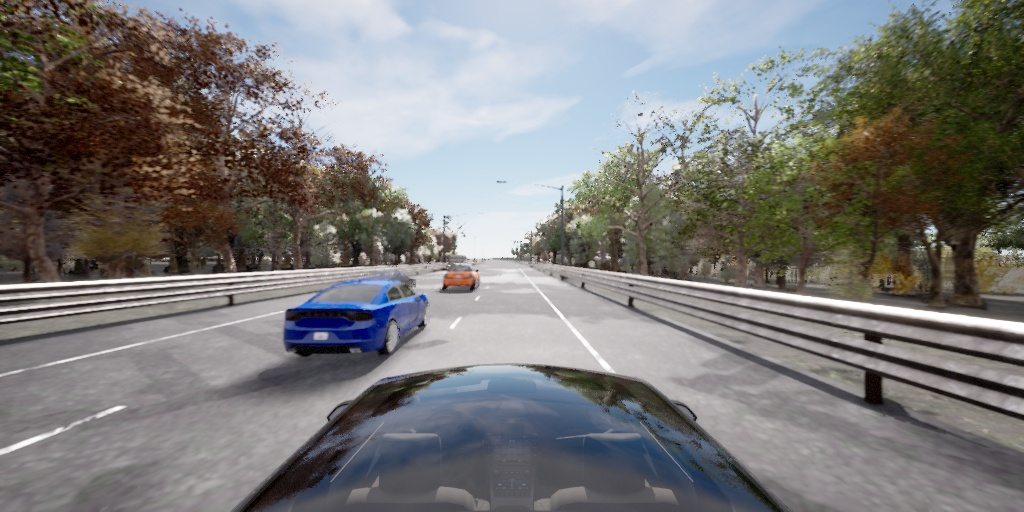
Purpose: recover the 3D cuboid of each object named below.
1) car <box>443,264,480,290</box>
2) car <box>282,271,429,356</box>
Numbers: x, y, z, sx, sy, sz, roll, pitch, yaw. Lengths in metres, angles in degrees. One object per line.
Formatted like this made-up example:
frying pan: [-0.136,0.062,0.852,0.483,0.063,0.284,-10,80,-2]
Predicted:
car: [-3.420,1.346,24.935,2.097,1.767,4.553,0,-1,0]
car: [-3.409,1.303,8.875,1.882,1.535,5.008,0,-1,0]
